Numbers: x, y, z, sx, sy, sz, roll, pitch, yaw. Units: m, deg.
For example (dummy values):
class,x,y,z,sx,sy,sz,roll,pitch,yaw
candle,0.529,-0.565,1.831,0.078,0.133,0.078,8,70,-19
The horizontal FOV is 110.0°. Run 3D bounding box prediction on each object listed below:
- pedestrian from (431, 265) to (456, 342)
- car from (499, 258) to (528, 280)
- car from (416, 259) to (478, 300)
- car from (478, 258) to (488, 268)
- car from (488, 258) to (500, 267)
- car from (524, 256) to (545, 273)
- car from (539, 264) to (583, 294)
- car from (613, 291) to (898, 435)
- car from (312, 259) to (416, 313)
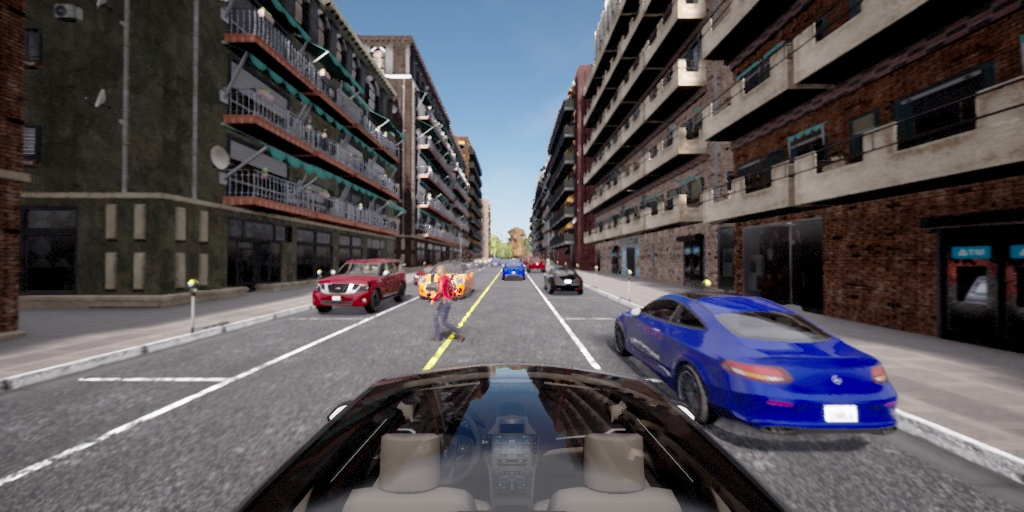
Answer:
class,x,y,z,sx,sy,sz,roll,pitch,yaw
pedestrian,-1.553,1.030,8.197,0.375,1.860,0.375,1,-1,-3
car,0.150,1.170,31.049,1.882,1.535,5.008,0,0,0
car,-3.063,1.070,17.582,2.097,1.767,4.553,0,0,0
car,-5.556,1.193,58.608,2.007,1.370,4.403,0,0,0
car,-2.856,1.171,63.282,1.812,1.442,4.674,0,0,0
car,2.784,0.987,41.852,2.192,1.841,5.009,0,0,0
car,2.731,1.280,19.580,1.948,1.339,4.313,0,0,0
car,3.006,1.268,5.576,1.812,1.442,4.674,0,0,0
car,-5.663,1.040,14.065,2.192,1.841,5.009,0,0,0
